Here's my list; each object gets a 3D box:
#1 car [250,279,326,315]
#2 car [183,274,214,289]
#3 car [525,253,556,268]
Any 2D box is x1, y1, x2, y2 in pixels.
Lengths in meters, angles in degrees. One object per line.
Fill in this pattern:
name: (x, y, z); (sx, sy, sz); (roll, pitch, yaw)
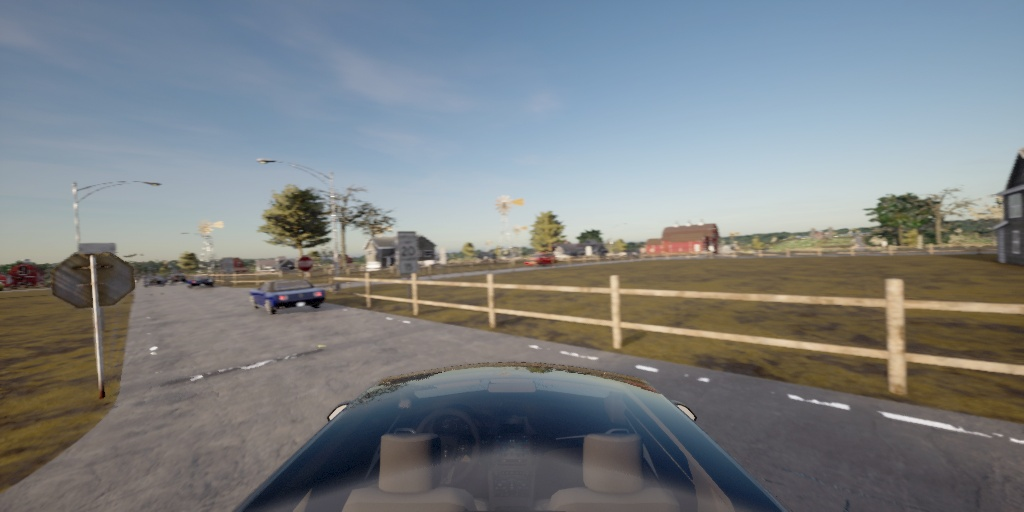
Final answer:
car: (-9.935, 1.674, 15.689); (4.718, 1.301, 1.895); (-2, 1, 44)
car: (-32.551, 2.648, 37.364); (4.718, 1.301, 1.895); (-3, 1, 44)
car: (4.263, 0.598, 52.852); (2.150, 2.045, 5.566); (-2, 0, 44)
